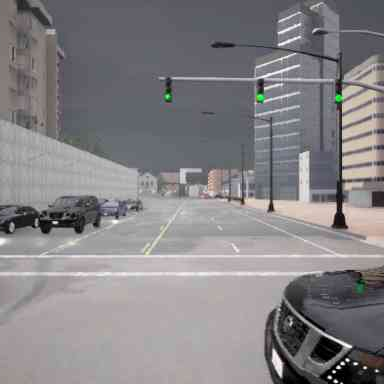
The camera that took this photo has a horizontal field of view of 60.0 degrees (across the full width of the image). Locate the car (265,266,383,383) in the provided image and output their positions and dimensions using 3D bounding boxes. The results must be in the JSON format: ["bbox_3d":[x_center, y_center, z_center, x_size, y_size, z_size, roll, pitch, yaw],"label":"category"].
[{"bbox_3d":[3.565,1.242,3.126,5.566,2.045,2.150,0,0,0],"label":"car"}]

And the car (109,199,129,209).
[{"bbox_3d":[-10.575,1.644,48.346,1.895,1.301,4.718,0,0,0],"label":"car"}]

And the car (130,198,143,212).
[{"bbox_3d":[-7.106,1.527,40.015,2.128,1.511,4.902,0,0,0],"label":"car"}]

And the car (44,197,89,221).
[{"bbox_3d":[-10.611,1.377,28.468,2.097,1.767,4.553,0,0,0],"label":"car"}]

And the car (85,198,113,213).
[{"bbox_3d":[-10.609,1.539,38.286,1.837,1.490,4.892,0,0,0],"label":"car"}]

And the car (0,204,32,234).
[{"bbox_3d":[-10.608,1.522,19.400,1.837,1.490,4.892,0,0,0],"label":"car"}]

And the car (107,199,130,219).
[{"bbox_3d":[-7.110,1.552,29.673,1.812,1.442,4.674,0,0,0],"label":"car"}]

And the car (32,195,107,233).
[{"bbox_3d":[-7.104,1.239,20.032,2.150,2.045,5.566,0,0,0],"label":"car"}]
